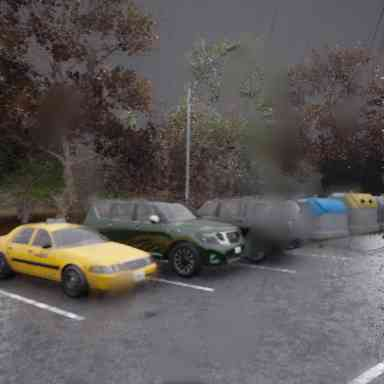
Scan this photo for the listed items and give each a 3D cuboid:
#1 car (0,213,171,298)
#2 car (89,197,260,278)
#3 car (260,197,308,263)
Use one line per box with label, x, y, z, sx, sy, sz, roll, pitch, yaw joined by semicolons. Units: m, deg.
car;-3.332;1.477;8.594;5.366;1.575;1.946;-1;-1;34
car;-1.055;1.226;10.392;5.566;2.045;2.435;-1;-1;35
car;1.302;1.221;12.130;5.566;2.045;2.435;-1;0;35
